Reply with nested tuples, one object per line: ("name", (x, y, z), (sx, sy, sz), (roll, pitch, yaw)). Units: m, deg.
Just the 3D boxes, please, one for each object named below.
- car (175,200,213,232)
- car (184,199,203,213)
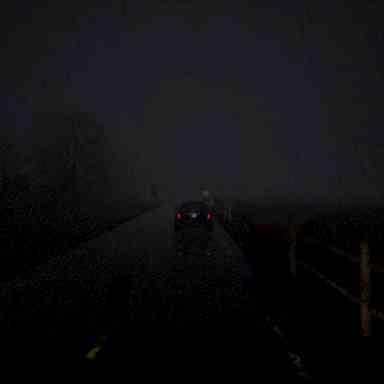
("car", (0.108, 1.286, 19.804), (2.097, 1.767, 4.553), (0, 0, 0))
("car", (0.119, 1.467, 35.685), (1.895, 1.301, 4.718), (0, 0, 0))
